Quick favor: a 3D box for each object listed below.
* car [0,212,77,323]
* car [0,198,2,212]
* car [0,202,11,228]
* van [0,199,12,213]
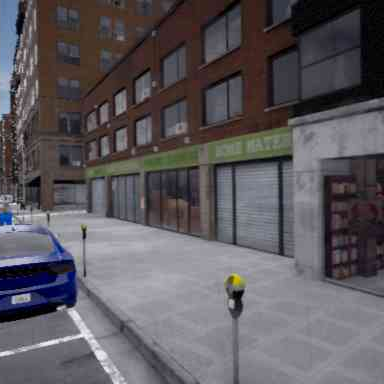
[{"bbox_3d":[-3.830,1.429,7.067,1.882,1.535,5.008,-2,1,-31],"label":"car"},{"bbox_3d":[-21.729,1.377,35.964,1.947,1.339,4.313,-2,1,-31],"label":"car"},{"bbox_3d":[-12.908,1.434,21.454,1.887,1.381,4.507,-2,1,-31],"label":"car"},{"bbox_3d":[-9.972,1.254,16.614,1.690,1.788,3.998,-2,1,-31],"label":"van"}]
